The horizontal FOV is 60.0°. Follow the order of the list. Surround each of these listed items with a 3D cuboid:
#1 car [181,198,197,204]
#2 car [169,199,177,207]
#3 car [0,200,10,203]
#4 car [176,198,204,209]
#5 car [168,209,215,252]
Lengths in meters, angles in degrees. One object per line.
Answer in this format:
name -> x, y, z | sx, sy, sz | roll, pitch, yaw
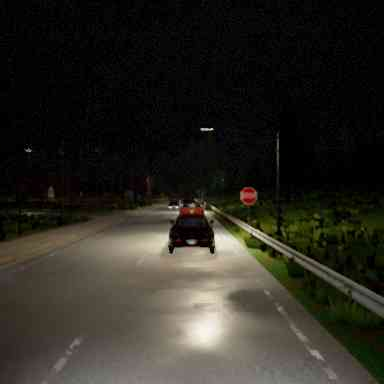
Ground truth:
car -> -0.829, 2.074, 78.155 | 1.812, 1.442, 4.674 | 0, -1, -29
car -> -3.551, 2.178, 67.016 | 2.033, 1.411, 5.357 | 0, -1, 0
car -> -32.339, 2.056, 56.725 | 1.784, 1.438, 3.905 | 0, -1, -1
car -> -0.017, 1.624, 29.078 | 2.097, 1.767, 4.553 | 0, -1, 0
car -> -0.006, 1.662, 14.380 | 1.812, 1.442, 4.674 | 0, 0, 0
